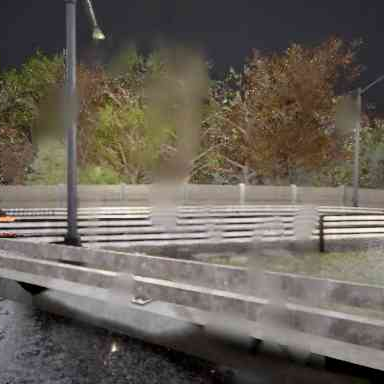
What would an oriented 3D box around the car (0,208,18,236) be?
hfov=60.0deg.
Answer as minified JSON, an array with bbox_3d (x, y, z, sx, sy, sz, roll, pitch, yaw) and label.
[{"bbox_3d":[-10.699,1.503,15.321,4.553,1.767,2.097,0,0,-3],"label":"car"}]

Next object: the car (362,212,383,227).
[{"bbox_3d":[12.308,1.576,19.269,4.553,1.767,2.097,3,-1,-11],"label":"car"}]
